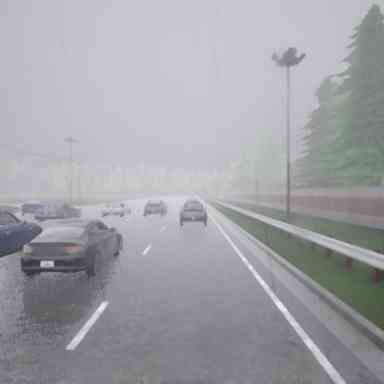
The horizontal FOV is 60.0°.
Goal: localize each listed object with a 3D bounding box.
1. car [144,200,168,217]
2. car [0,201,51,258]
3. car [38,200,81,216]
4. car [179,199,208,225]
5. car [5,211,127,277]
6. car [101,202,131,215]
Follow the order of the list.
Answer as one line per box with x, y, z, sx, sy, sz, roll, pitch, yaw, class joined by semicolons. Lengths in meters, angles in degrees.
-3.404;1.512;31.806;2.128;1.511;4.902;0;0;0;car
-6.900;1.359;11.249;2.097;1.767;4.553;0;0;0;car
-10.403;1.562;26.154;2.033;1.411;5.357;0;0;0;car
0.097;1.507;23.874;2.128;1.511;4.902;0;0;0;car
-3.415;1.532;10.133;1.812;1.442;4.674;0;0;0;car
-6.903;1.619;30.793;1.895;1.301;4.718;0;0;0;car
